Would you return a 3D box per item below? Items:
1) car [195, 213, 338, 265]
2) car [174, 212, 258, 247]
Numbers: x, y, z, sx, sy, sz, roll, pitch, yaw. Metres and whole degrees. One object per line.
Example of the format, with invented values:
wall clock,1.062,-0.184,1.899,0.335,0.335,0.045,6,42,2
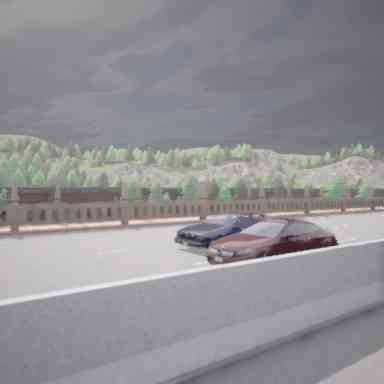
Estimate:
car,2.598,1.526,10.146,4.674,1.442,1.812,0,0,-36
car,1.918,1.548,13.961,5.357,1.411,2.033,0,0,-36
